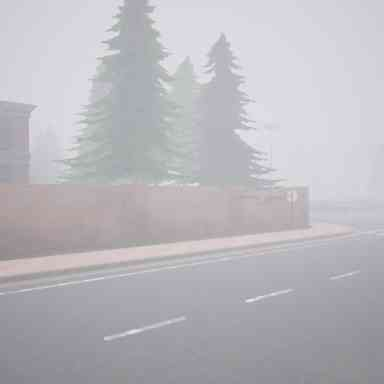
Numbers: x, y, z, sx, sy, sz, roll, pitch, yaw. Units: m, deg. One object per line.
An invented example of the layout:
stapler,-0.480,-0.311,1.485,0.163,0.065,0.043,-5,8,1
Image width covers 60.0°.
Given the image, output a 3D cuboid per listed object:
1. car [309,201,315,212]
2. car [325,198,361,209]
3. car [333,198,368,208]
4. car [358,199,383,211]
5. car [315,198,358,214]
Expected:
car,10.572,1.505,36.562,1.837,1.490,4.892,0,0,-35
car,21.018,1.563,46.381,1.994,1.385,4.181,0,0,-35
car,23.389,1.564,49.092,1.994,1.385,4.181,0,0,-35
car,20.770,1.547,40.675,2.033,1.411,5.357,0,0,-35
car,14.833,1.547,36.600,2.033,1.411,5.357,0,0,-35
